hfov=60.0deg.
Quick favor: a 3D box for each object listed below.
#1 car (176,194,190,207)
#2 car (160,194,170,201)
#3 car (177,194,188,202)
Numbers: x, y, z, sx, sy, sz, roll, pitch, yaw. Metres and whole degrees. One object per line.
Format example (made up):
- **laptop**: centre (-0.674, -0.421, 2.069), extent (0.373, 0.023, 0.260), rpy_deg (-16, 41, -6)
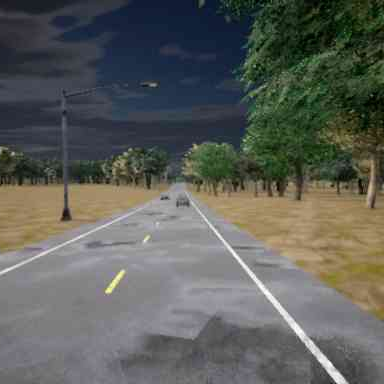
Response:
- **car**: centre (-1.291, 1.249, 46.844), extent (2.128, 1.511, 4.902), rpy_deg (-1, 0, -2)
- **car**: centre (-5.594, 1.108, 69.181), extent (2.033, 1.411, 5.357), rpy_deg (-1, 1, -2)
- **car**: centre (-1.885, 1.107, 64.561), extent (2.033, 1.411, 5.357), rpy_deg (-1, 1, -1)
